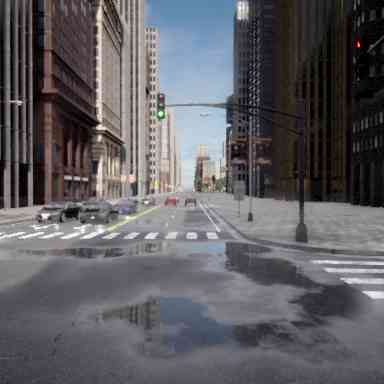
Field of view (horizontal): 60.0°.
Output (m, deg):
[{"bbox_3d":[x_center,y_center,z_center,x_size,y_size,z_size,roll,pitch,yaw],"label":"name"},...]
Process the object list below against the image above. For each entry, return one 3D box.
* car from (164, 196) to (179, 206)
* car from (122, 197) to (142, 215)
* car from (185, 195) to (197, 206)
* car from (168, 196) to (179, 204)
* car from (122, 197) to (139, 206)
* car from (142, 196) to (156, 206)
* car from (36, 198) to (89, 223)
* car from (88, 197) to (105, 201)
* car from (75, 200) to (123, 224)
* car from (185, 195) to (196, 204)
[{"bbox_3d":[-3.464,1.452,54.294,1.812,1.442,4.674,0,0,0],"label":"car"},{"bbox_3d":[-6.724,1.508,33.728,2.033,1.411,5.357,0,0,0],"label":"car"},{"bbox_3d":[-0.212,1.434,53.924,1.837,1.490,4.892,0,0,0],"label":"car"},{"bbox_3d":[-3.502,1.506,64.360,1.895,1.301,4.718,0,0,0],"label":"car"},{"bbox_3d":[-10.012,1.524,54.281,1.895,1.301,4.718,0,0,0],"label":"car"},{"bbox_3d":[-6.770,1.422,51.887,2.128,1.511,4.902,0,0,0],"label":"car"},{"bbox_3d":[-9.890,1.464,25.104,2.128,1.511,4.902,0,0,3],"label":"car"},{"bbox_3d":[-9.978,1.313,33.981,2.097,1.767,4.553,0,0,0],"label":"car"},{"bbox_3d":[-6.681,1.539,24.355,1.994,1.385,4.181,0,0,0],"label":"car"},{"bbox_3d":[-0.252,1.398,64.342,2.128,1.511,4.902,0,0,0],"label":"car"}]
